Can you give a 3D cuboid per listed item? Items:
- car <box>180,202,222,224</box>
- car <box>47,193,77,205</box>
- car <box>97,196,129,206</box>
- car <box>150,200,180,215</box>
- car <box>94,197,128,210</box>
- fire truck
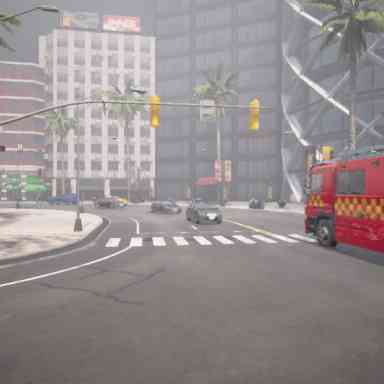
[{"bbox_3d":[0.814,1.491,24.890,2.128,1.511,4.902,0,0,-13],"label":"car"},{"bbox_3d":[-22.336,1.221,57.786,5.566,2.045,2.150,0,0,16],"label":"car"},{"bbox_3d":[-12.723,1.478,53.681,5.008,1.535,1.882,0,0,28],"label":"car"},{"bbox_3d":[-2.798,1.526,34.496,1.812,1.442,4.674,0,0,-31],"label":"car"},{"bbox_3d":[-10.877,1.492,43.942,4.902,1.511,2.128,0,0,38],"label":"car"},{"bbox_3d":[7.063,0.342,11.022,2.891,3.827,8.468,0,0,-9],"label":"fire truck"}]
